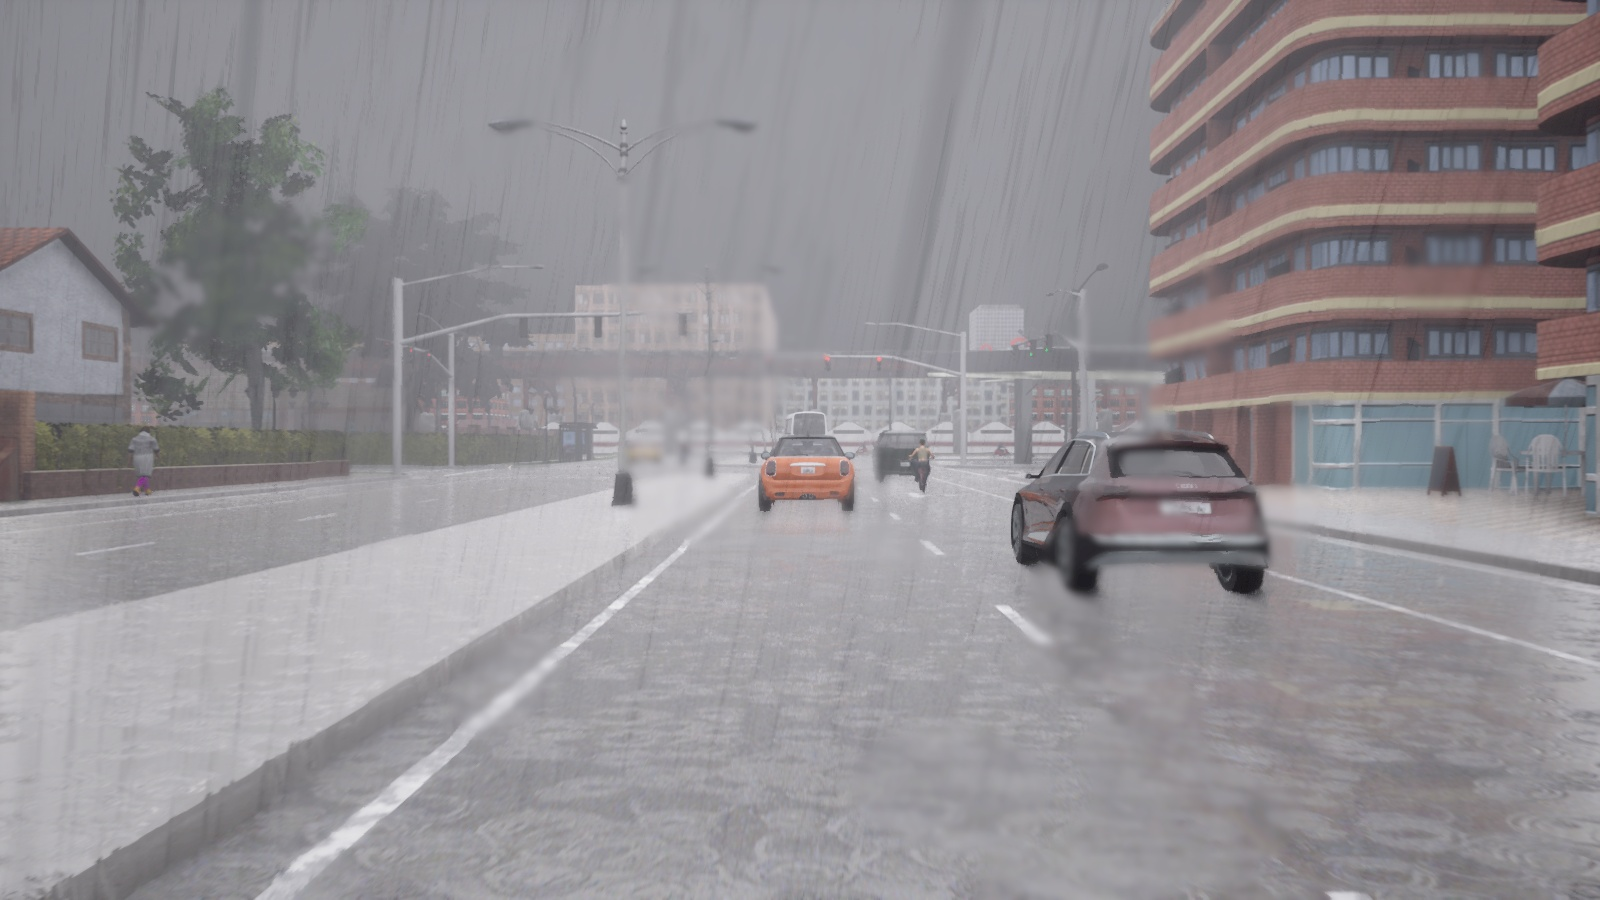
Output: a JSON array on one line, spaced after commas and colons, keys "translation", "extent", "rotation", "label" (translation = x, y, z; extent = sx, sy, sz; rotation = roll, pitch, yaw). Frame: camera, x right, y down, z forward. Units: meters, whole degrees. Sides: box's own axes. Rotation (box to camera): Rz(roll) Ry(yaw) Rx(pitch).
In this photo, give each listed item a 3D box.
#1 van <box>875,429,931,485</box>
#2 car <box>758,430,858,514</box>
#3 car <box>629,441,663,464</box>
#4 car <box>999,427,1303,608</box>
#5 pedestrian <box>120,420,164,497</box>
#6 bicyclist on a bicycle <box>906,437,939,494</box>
[{"translation": [3.781, 0.239, 46.730], "extent": [1.775, 1.987, 4.442], "rotation": [0, 0, 0], "label": "van"}, {"translation": [0.179, 0.443, 28.737], "extent": [2.097, 1.767, 4.553], "rotation": [0, 0, 0], "label": "car"}, {"translation": [-10.974, 0.170, 89.850], "extent": [1.801, 1.575, 5.366], "rotation": [0, 0, 0], "label": "car"}, {"translation": [3.594, 0.601, 13.905], "extent": [2.033, 1.649, 4.856], "rotation": [0, 0, 0], "label": "car"}, {"translation": [-16.813, 0.207, 32.088], "extent": [0.659, 1.952, 0.873], "rotation": [0, 0, -1], "label": "pedestrian"}, {"translation": [3.731, 0.465, 38.392], "extent": [0.866, 1.612, 1.509], "rotation": [0, 5, 0], "label": "bicyclist on a bicycle"}]
